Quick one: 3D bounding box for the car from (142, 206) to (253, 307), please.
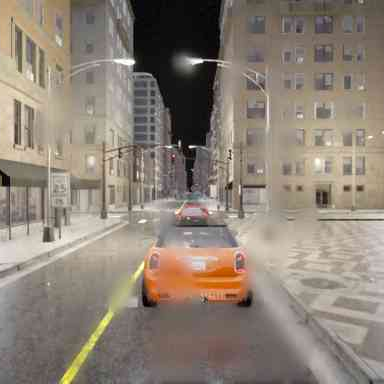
[{"bbox_3d":[0.095,1.352,8.133,2.097,1.767,4.553,0,0,0],"label":"car"}]

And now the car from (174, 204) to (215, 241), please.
[{"bbox_3d":[0.098,1.477,17.734,1.882,1.535,5.008,0,0,0],"label":"car"}]
